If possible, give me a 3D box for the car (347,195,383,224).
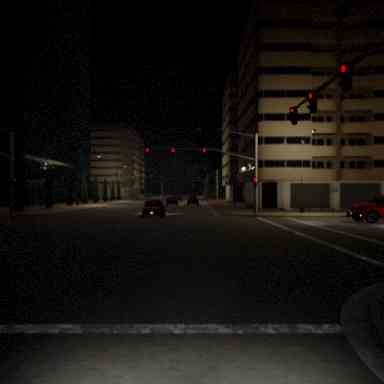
[{"bbox_3d":[14.449,1.216,24.453,5.566,2.045,2.150,0,0,-1],"label":"car"}]

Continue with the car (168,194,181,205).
[{"bbox_3d":[-3.348,1.464,56.553,1.882,1.535,5.008,0,0,0],"label":"car"}]

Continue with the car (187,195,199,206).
[{"bbox_3d":[0.139,1.512,56.077,1.812,1.442,4.674,0,0,0],"label":"car"}]

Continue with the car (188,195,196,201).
[{"bbox_3d":[0.075,1.481,80.875,1.837,1.490,4.892,0,0,0],"label":"car"}]

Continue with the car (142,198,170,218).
[{"bbox_3d":[-3.371,1.497,30.230,1.837,1.490,4.892,0,0,0],"label":"car"}]
